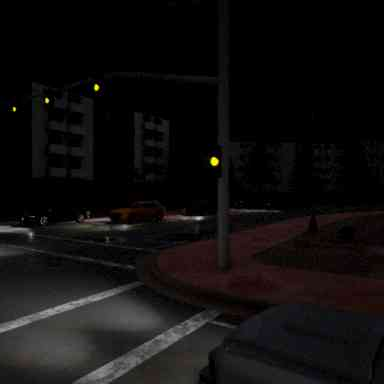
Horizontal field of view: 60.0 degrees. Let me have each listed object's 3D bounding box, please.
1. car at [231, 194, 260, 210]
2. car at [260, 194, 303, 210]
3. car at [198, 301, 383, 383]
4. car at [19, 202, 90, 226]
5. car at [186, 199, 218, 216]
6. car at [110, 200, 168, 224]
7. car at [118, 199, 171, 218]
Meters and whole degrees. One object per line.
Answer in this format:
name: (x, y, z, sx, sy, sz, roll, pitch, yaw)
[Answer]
car: (7.715, 1.226, 44.090, 5.566, 2.045, 2.150, 0, 0, -36)
car: (11.869, 1.225, 42.730, 5.566, 2.045, 2.150, 0, 0, -32)
car: (2.375, 1.601, 2.339, 4.718, 1.301, 1.895, 0, 0, 37)
car: (-9.606, 1.510, 23.559, 1.837, 1.490, 4.892, 0, 0, 35)
car: (1.411, 1.482, 33.102, 1.882, 1.535, 5.008, 0, 0, 39)
car: (-4.065, 1.482, 25.535, 1.882, 1.535, 5.008, 0, 0, 34)
car: (-4.326, 1.496, 31.289, 2.128, 1.511, 4.902, 0, 0, 35)
